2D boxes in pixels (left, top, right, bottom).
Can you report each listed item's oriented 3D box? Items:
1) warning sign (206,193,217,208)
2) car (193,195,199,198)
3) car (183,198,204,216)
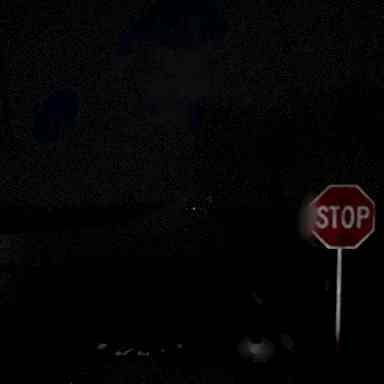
[{"bbox_3d":[2.574,1.175,44.551,1.300,1.860,1.060,3,2,0],"label":"warning sign"},{"bbox_3d":[0.115,1.753,61.633,1.895,1.301,4.718,0,0,0],"label":"car"},{"bbox_3d":[0.158,1.568,32.491,2.033,1.411,5.357,0,0,0],"label":"car"}]
